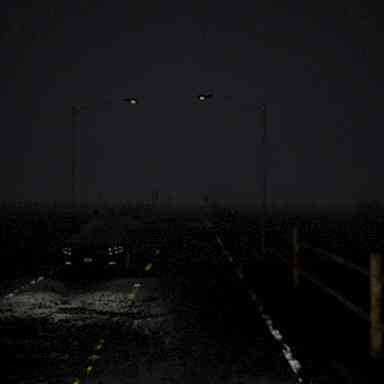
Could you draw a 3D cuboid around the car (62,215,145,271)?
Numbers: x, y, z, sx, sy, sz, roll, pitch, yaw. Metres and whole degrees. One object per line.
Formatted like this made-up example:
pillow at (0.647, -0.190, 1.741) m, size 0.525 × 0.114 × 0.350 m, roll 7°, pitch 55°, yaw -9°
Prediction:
car at (-2.849, 1.619, 11.608) m, size 1.882 × 1.535 × 5.008 m, roll 0°, pitch -1°, yaw 0°
